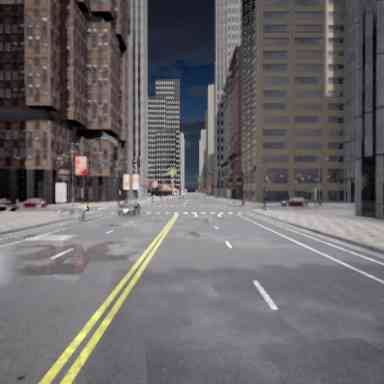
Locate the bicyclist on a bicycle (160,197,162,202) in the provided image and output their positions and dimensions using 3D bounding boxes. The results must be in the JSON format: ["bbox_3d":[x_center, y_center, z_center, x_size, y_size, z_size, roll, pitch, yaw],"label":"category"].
[{"bbox_3d":[-8.771,1.925,94.133,0.582,1.620,1.656,0,0,0],"label":"bicyclist on a bicycle"}]

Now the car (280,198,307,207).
[{"bbox_3d":[16.667,1.624,54.674,4.097,1.590,1.967,0,1,0],"label":"car"}]

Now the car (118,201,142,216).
[{"bbox_3d":[-6.509,1.675,35.031,2.128,1.511,4.902,0,0,0],"label":"car"}]

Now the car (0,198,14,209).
[{"bbox_3d":[-30.169,1.733,51.531,4.097,1.590,1.967,0,1,0],"label":"car"}]

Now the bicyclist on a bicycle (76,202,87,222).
[{"bbox_3d":[-8.757,1.576,26.444,0.866,1.612,1.509,0,0,0],"label":"bicyclist on a bicycle"}]

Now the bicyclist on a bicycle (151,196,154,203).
[{"bbox_3d":[-8.767,1.736,73.541,0.659,1.776,1.843,0,-1,0],"label":"bicyclist on a bicycle"}]

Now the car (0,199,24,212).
[{"bbox_3d":[-24.739,1.920,43.012,4.313,1.339,1.947,0,1,0],"label":"car"}]

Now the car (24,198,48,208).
[{"bbox_3d":[-24.745,1.714,51.535,4.097,1.590,1.967,0,1,0],"label":"car"}]
